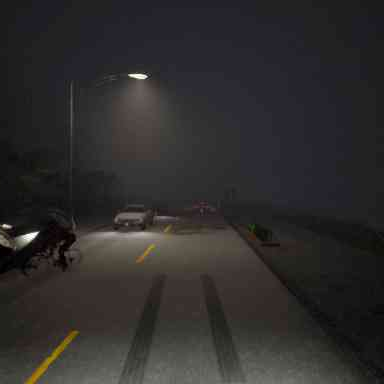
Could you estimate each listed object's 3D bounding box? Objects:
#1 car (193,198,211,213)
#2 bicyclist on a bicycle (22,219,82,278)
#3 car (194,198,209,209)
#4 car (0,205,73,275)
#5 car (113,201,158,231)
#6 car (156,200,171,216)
[{"bbox_3d":[1.041,1.601,36.246,1.895,1.301,4.718,0,0,1],"label":"car"},{"bbox_3d":[-3.692,1.495,8.992,0.582,1.620,1.656,21,16,41],"label":"bicyclist on a bicycle"},{"bbox_3d":[1.365,1.547,47.837,2.033,1.411,5.357,0,0,0],"label":"car"},{"bbox_3d":[-4.797,1.226,8.480,1.411,2.033,5.357,45,1,0],"label":"car"},{"bbox_3d":[-3.537,1.526,20.783,1.812,1.442,4.674,0,0,2],"label":"car"},{"bbox_3d":[-3.190,1.548,33.371,2.033,1.411,5.357,0,0,2],"label":"car"}]
